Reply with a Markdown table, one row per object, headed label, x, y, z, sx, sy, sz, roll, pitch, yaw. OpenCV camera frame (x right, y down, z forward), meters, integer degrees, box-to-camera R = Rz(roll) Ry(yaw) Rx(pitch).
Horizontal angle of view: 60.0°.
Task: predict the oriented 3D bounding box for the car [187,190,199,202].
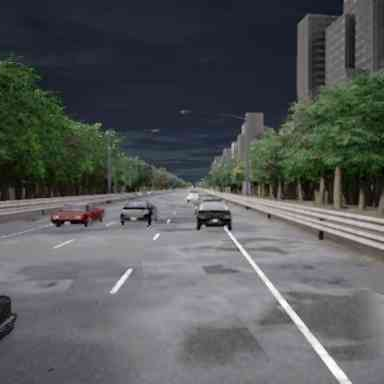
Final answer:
| label | x | y | z | sx | sy | sz | roll | pitch | yaw |
| --- | --- | --- | --- | --- | --- | --- | --- | --- | --- |
| car | 0.359 | 0.609 | 54.129 | 2.150 | 2.045 | 5.566 | 0 | 1 | 0 |

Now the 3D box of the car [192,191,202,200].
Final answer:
| label | x | y | z | sx | sy | sz | roll | pitch | yaw |
| --- | --- | --- | --- | --- | --- | --- | --- | --- | --- |
| car | 1.241 | 1.018 | 29.137 | 2.097 | 1.767 | 4.553 | 0 | 1 | 0 |

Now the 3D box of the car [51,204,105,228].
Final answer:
| label | x | y | z | sx | sy | sz | roll | pitch | yaw |
| --- | --- | --- | --- | --- | --- | --- | --- | --- | --- |
| car | -6.766 | 1.368 | 20.344 | 1.895 | 1.301 | 4.718 | 0 | 1 | 0 |

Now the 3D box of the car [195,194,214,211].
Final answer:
| label | x | y | z | sx | sy | sz | roll | pitch | yaw |
| --- | --- | --- | --- | --- | --- | --- | --- | --- | --- |
| car | 1.283 | 1.077 | 35.168 | 1.882 | 1.535 | 5.008 | 0 | 1 | 0 |

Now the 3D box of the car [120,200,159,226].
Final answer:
| label | x | y | z | sx | sy | sz | roll | pitch | yaw |
| --- | --- | --- | --- | --- | --- | --- | --- | --- | --- |
| car | -3.261 | 1.250 | 21.114 | 2.128 | 1.511 | 4.902 | 0 | 1 | 0 |

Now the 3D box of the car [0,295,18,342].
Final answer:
| label | x | y | z | sx | sy | sz | roll | pitch | yaw |
| --- | --- | --- | --- | --- | --- | --- | --- | --- | --- |
| car | -3.390 | 1.521 | 2.204 | 2.033 | 1.411 | 5.357 | 0 | 1 | 0 |

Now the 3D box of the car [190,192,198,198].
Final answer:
| label | x | y | z | sx | sy | sz | roll | pitch | yaw |
| --- | --- | --- | --- | --- | --- | --- | --- | --- | --- |
| car | 0.527 | 0.699 | 79.101 | 1.895 | 1.301 | 4.718 | 0 | 1 | 0 |

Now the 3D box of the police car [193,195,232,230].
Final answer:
| label | x | y | z | sx | sy | sz | roll | pitch | yaw |
| --- | --- | --- | --- | --- | --- | --- | --- | --- | --- |
| police car | 1.176 | 1.204 | 19.278 | 1.930 | 1.638 | 5.238 | 0 | 1 | 0 |
